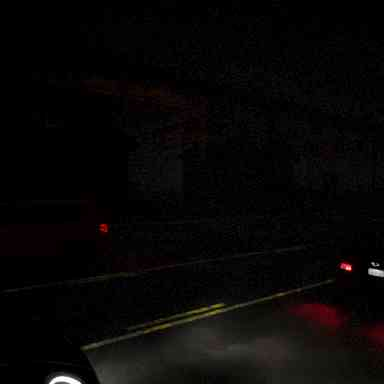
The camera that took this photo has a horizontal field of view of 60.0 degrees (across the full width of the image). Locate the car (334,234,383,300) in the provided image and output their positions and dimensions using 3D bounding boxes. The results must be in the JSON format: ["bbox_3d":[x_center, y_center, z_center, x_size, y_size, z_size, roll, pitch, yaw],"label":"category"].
[{"bbox_3d":[5.467,1.547,7.658,5.357,1.411,2.033,0,0,-36],"label":"car"}]

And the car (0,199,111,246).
[{"bbox_3d":[-5.028,1.221,9.004,5.566,2.045,2.150,0,0,-35],"label":"car"}]

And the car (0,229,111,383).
[{"bbox_3d":[-2.769,1.352,1.753,4.553,1.767,2.097,0,0,-36],"label":"car"}]
